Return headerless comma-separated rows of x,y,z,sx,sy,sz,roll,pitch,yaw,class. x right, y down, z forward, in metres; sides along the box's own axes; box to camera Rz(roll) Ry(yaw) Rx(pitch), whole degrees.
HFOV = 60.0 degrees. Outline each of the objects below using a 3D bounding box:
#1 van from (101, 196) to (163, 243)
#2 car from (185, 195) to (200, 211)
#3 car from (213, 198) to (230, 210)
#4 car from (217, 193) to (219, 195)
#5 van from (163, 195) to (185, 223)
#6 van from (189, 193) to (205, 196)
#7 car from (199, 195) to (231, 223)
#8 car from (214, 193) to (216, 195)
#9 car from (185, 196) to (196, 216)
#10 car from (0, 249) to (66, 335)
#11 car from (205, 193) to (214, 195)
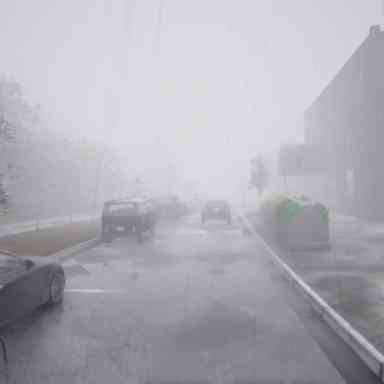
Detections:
-2.872,1.261,16.211,1.878,1.987,4.442,0,1,4,van
-0.487,1.490,38.057,2.231,1.521,4.892,0,1,5,car
3.860,1.564,42.922,1.994,1.385,4.181,0,0,7,car
5.190,1.529,86.813,1.946,1.575,5.366,0,0,9,car
-1.875,1.264,26.113,1.878,1.987,4.442,0,1,4,van
0.175,1.286,43.703,1.878,1.987,4.442,0,0,9,van
1.915,1.358,25.706,2.097,1.767,4.553,0,0,6,car
3.358,1.501,71.119,2.097,1.535,5.008,0,0,9,car
-1.124,1.520,32.582,2.163,1.488,4.792,0,1,5,car
-3.573,1.520,4.979,2.002,1.452,4.674,-1,1,2,car
2.215,1.274,61.301,2.435,2.045,5.566,0,0,7,car
